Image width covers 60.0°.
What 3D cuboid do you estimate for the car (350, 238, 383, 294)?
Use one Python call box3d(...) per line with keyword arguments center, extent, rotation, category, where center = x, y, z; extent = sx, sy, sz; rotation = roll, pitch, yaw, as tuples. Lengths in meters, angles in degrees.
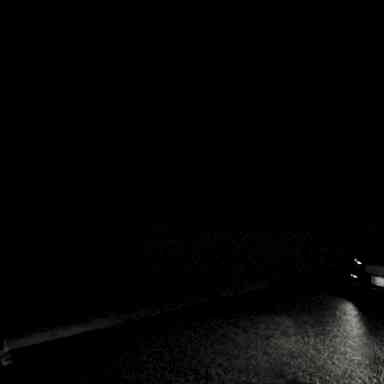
box3d(center=(5.741, 1.537, 7.991), extent=(4.902, 1.511, 2.128), rotation=(1, 0, -35), category="car")
